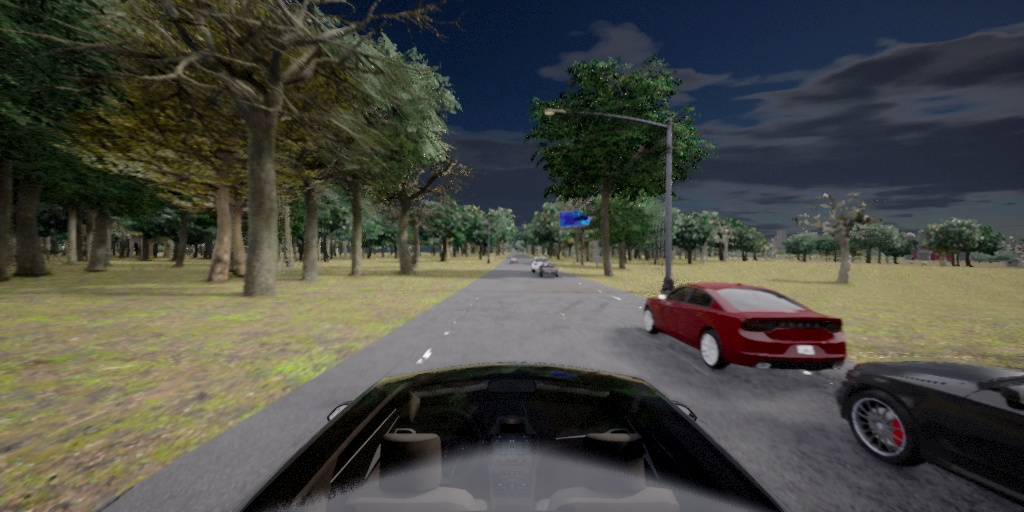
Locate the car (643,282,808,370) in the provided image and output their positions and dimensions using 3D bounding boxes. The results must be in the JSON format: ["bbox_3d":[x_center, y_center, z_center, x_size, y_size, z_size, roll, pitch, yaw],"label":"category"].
[{"bbox_3d":[4.568,1.314,8.037,1.882,1.535,5.008,0,0,0],"label":"car"}]

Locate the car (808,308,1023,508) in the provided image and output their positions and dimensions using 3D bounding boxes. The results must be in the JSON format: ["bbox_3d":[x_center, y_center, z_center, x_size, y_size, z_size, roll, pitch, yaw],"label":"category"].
[{"bbox_3d":[4.535,1.317,2.038,1.812,1.442,4.674,0,0,0],"label":"car"}]

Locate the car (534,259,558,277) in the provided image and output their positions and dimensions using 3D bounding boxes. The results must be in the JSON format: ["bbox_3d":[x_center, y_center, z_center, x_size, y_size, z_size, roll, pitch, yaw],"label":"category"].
[{"bbox_3d":[3.756,1.420,37.832,2.128,1.511,4.902,0,0,0],"label":"car"}]

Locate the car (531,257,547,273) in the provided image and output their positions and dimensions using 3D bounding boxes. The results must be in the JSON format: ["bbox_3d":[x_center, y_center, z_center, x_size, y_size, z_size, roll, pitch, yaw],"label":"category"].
[{"bbox_3d":[3.739,1.139,47.721,2.150,2.045,5.566,0,0,0],"label":"car"}]
